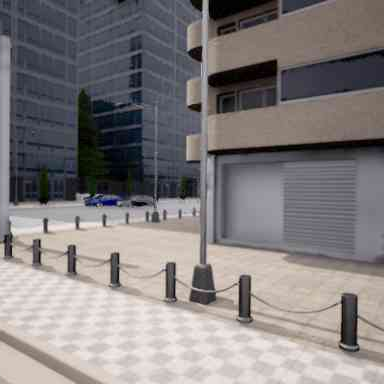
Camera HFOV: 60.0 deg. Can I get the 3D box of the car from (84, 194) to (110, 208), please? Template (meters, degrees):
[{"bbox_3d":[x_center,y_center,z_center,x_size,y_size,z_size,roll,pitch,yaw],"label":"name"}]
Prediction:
[{"bbox_3d":[-9.867,0.999,37.916,1.882,1.535,5.008,1,1,36],"label":"car"}]

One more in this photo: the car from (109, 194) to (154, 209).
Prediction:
[{"bbox_3d":[-6.262,1.062,36.932,2.128,1.511,4.902,1,1,36],"label":"car"}]
